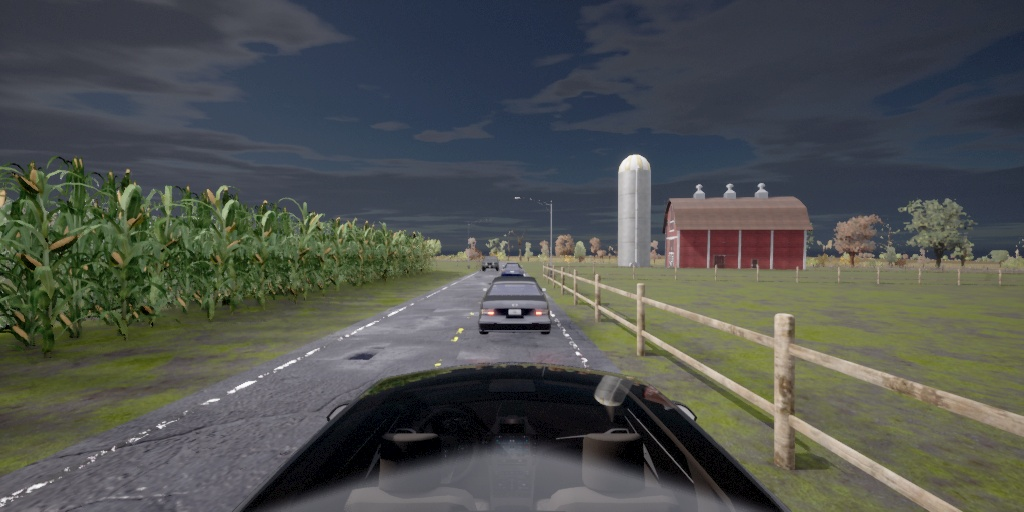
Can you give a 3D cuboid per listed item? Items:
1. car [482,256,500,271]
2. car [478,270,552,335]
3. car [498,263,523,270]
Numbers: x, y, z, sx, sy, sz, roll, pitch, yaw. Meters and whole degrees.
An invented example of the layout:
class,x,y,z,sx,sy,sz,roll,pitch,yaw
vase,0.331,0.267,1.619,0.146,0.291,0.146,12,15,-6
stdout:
class,x,y,z,sx,sy,sz,roll,pitch,yaw
car,-2.845,0.992,48.445,2.150,2.045,5.566,0,0,0
car,0.074,1.297,10.506,2.033,1.411,5.357,0,0,0
car,0.043,1.319,32.732,1.994,1.385,4.181,0,0,0
